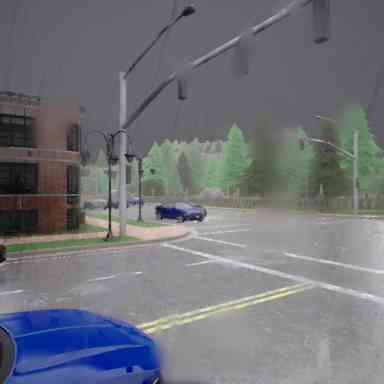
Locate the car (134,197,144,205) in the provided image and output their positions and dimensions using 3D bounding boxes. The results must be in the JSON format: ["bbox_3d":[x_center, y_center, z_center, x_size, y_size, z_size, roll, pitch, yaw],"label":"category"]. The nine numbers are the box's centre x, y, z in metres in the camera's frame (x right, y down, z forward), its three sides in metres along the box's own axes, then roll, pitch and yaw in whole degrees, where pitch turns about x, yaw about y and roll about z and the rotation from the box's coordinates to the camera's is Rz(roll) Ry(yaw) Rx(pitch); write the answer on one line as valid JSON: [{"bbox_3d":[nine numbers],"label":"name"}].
[{"bbox_3d":[-9.813,1.526,56.679,1.812,1.442,4.674,0,0,-35],"label":"car"}]

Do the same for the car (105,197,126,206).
[{"bbox_3d":[-12.611,1.564,54.573,1.994,1.385,4.181,0,0,-35],"label":"car"}]

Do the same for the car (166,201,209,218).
[{"bbox_3d":[-0.475,1.563,30.785,1.994,1.385,4.181,0,0,-35],"label":"car"}]

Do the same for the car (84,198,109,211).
[{"bbox_3d":[-12.034,1.525,41.326,1.812,1.442,4.674,0,0,-34],"label":"car"}]

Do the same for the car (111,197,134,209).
[{"bbox_3d":[-10.235,1.578,44.897,2.033,1.411,5.357,0,0,-35],"label":"car"}]

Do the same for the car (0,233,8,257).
[{"bbox_3d":[-6.973,1.491,7.546,4.902,1.511,2.128,0,0,-35],"label":"car"}]

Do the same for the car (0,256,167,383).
[{"bbox_3d":[-2.486,1.478,1.968,5.008,1.535,1.882,0,0,-36],"label":"car"}]

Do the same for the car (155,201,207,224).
[{"bbox_3d":[-1.013,1.478,25.441,1.882,1.535,5.008,0,0,-35],"label":"car"}]
